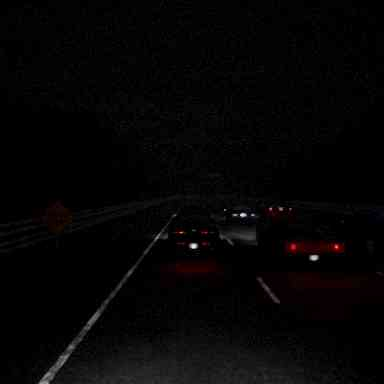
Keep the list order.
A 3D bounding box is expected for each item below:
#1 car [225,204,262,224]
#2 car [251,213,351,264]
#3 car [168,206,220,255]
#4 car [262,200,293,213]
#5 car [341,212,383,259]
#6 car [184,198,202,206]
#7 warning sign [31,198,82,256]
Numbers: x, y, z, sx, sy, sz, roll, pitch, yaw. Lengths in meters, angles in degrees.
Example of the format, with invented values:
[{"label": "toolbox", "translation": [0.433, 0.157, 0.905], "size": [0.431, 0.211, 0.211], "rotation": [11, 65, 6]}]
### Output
[{"label": "car", "translation": [3.553, 1.614, 25.102], "size": [2.033, 1.411, 5.357], "rotation": [0, 0, 1]}, {"label": "car", "translation": [3.563, 1.632, 11.912], "size": [1.895, 1.301, 4.718], "rotation": [0, 0, 0]}, {"label": "car", "translation": [0.072, 1.540, 13.436], "size": [1.837, 1.490, 4.892], "rotation": [0, 0, 0]}, {"label": "car", "translation": [7.076, 1.426, 28.518], "size": [2.097, 1.767, 4.553], "rotation": [0, 0, 0]}, {"label": "car", "translation": [7.066, 1.512, 12.828], "size": [1.882, 1.535, 5.008], "rotation": [0, -1, 1]}, {"label": "car", "translation": [0.079, 1.583, 28.876], "size": [1.837, 1.490, 4.892], "rotation": [0, 0, 0]}, {"label": "warning sign", "translation": [-4.544, 1.145, 11.247], "size": [1.300, 1.860, 1.060], "rotation": [0, 0, 0]}]
